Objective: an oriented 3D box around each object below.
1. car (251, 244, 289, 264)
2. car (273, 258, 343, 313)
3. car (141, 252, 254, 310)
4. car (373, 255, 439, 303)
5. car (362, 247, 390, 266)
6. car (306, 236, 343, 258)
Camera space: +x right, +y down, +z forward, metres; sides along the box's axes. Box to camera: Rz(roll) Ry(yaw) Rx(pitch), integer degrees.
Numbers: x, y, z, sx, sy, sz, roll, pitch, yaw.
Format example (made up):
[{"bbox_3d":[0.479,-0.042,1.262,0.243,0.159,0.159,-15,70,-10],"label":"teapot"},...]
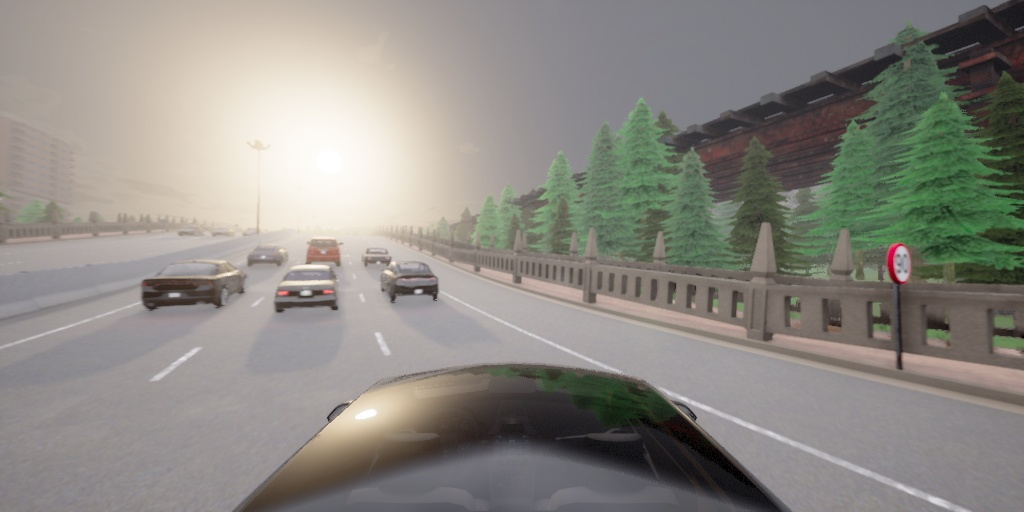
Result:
[{"bbox_3d":[-17.081,-0.151,25.214,1.994,1.385,4.181,0,5,-26],"label":"car"},{"bbox_3d":[-7.205,1.029,12.906,2.033,1.411,5.357,0,3,-26],"label":"car"},{"bbox_3d":[-11.053,0.856,12.847,1.882,1.535,5.008,0,3,-26],"label":"car"},{"bbox_3d":[-4.436,0.954,15.231,2.128,1.511,4.902,0,3,-26],"label":"car"},{"bbox_3d":[-10.512,-0.011,27.697,1.895,1.301,4.718,0,5,-26],"label":"car"},{"bbox_3d":[-13.687,-0.417,26.227,2.150,2.045,5.566,0,5,-26],"label":"car"}]
